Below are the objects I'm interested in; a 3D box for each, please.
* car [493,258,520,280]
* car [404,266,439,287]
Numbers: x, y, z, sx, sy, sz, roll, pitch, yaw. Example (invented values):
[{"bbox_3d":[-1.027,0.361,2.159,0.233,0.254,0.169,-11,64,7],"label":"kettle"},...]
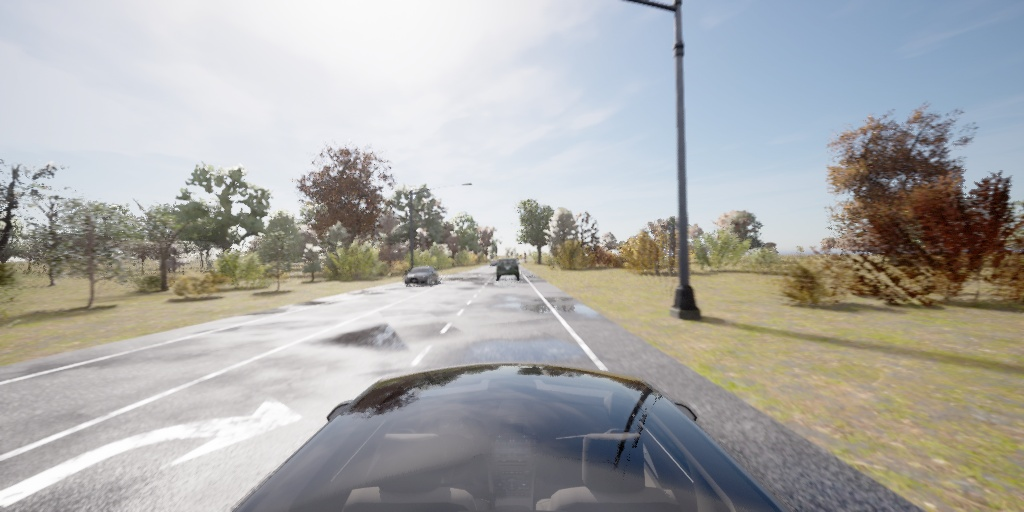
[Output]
[{"bbox_3d":[-0.399,1.203,34.611,2.150,2.045,5.566,-1,0,0],"label":"car"},{"bbox_3d":[-7.194,1.593,28.884,1.837,1.490,4.892,-2,0,2],"label":"car"}]
